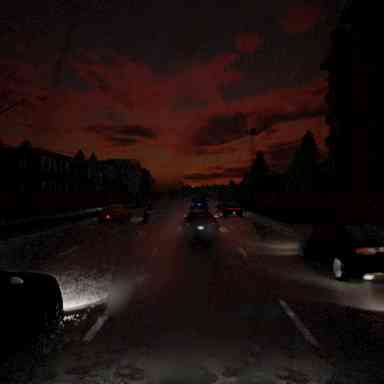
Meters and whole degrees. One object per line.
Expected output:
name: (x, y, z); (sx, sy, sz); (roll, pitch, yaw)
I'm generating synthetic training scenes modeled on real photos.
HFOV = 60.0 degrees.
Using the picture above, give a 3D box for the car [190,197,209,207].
car: (0.951, 1.666, 42.913); (2.150, 2.045, 5.566); (0, -1, 1)

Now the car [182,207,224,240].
car: (0.470, 1.755, 18.375); (1.994, 1.385, 4.181); (0, -1, 1)

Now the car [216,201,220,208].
car: (4.437, 1.979, 46.866); (2.128, 1.511, 4.902); (0, 0, 1)

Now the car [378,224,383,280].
car: (4.642, 1.396, 4.114); (2.097, 1.767, 4.553); (0, -1, 1)

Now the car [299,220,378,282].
car: (4.760, 1.585, 10.141); (1.882, 1.535, 5.008); (0, -1, 1)

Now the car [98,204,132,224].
car: (-6.347, 1.765, 27.804); (1.882, 1.535, 5.008); (0, -1, 1)

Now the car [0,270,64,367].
car: (-3.306, 1.609, 4.259); (1.994, 1.385, 4.181); (0, -1, 1)

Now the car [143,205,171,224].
car: (-2.849, 1.779, 27.663); (2.128, 1.511, 4.902); (0, 0, 1)

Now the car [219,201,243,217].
car: (4.241, 1.871, 35.303); (1.837, 1.490, 4.892); (0, -1, 2)
